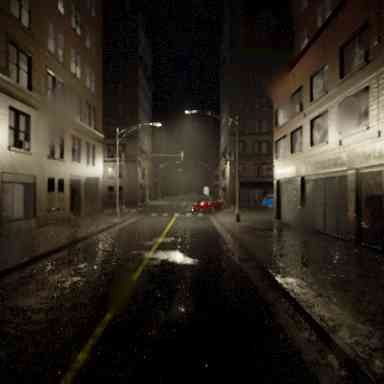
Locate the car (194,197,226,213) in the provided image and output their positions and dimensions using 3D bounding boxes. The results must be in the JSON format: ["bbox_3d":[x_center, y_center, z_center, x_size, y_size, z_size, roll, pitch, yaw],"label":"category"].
[{"bbox_3d":[2.048,1.302,36.731,2.097,1.767,4.553,0,0,27],"label":"car"}]

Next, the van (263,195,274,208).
[{"bbox_3d":[11.707,1.280,45.647,3.998,1.788,1.690,0,0,1],"label":"van"}]
